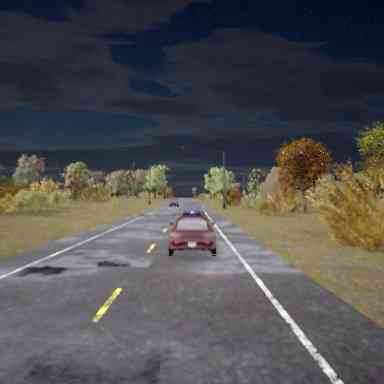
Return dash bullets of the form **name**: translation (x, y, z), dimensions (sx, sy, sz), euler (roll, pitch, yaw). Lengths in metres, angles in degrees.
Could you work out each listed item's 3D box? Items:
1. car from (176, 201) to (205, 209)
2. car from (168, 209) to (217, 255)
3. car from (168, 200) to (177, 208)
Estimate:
- **car**: translation (0.022, 1.666, 28.405), dimensions (2.097, 1.767, 4.553), euler (0, -1, 0)
- **car**: translation (0.022, 1.679, 13.874), dimensions (1.812, 1.442, 4.674), euler (0, 0, 0)
- **car**: translation (-3.507, 2.282, 64.565), dimensions (2.033, 1.411, 5.357), euler (0, -1, 0)
